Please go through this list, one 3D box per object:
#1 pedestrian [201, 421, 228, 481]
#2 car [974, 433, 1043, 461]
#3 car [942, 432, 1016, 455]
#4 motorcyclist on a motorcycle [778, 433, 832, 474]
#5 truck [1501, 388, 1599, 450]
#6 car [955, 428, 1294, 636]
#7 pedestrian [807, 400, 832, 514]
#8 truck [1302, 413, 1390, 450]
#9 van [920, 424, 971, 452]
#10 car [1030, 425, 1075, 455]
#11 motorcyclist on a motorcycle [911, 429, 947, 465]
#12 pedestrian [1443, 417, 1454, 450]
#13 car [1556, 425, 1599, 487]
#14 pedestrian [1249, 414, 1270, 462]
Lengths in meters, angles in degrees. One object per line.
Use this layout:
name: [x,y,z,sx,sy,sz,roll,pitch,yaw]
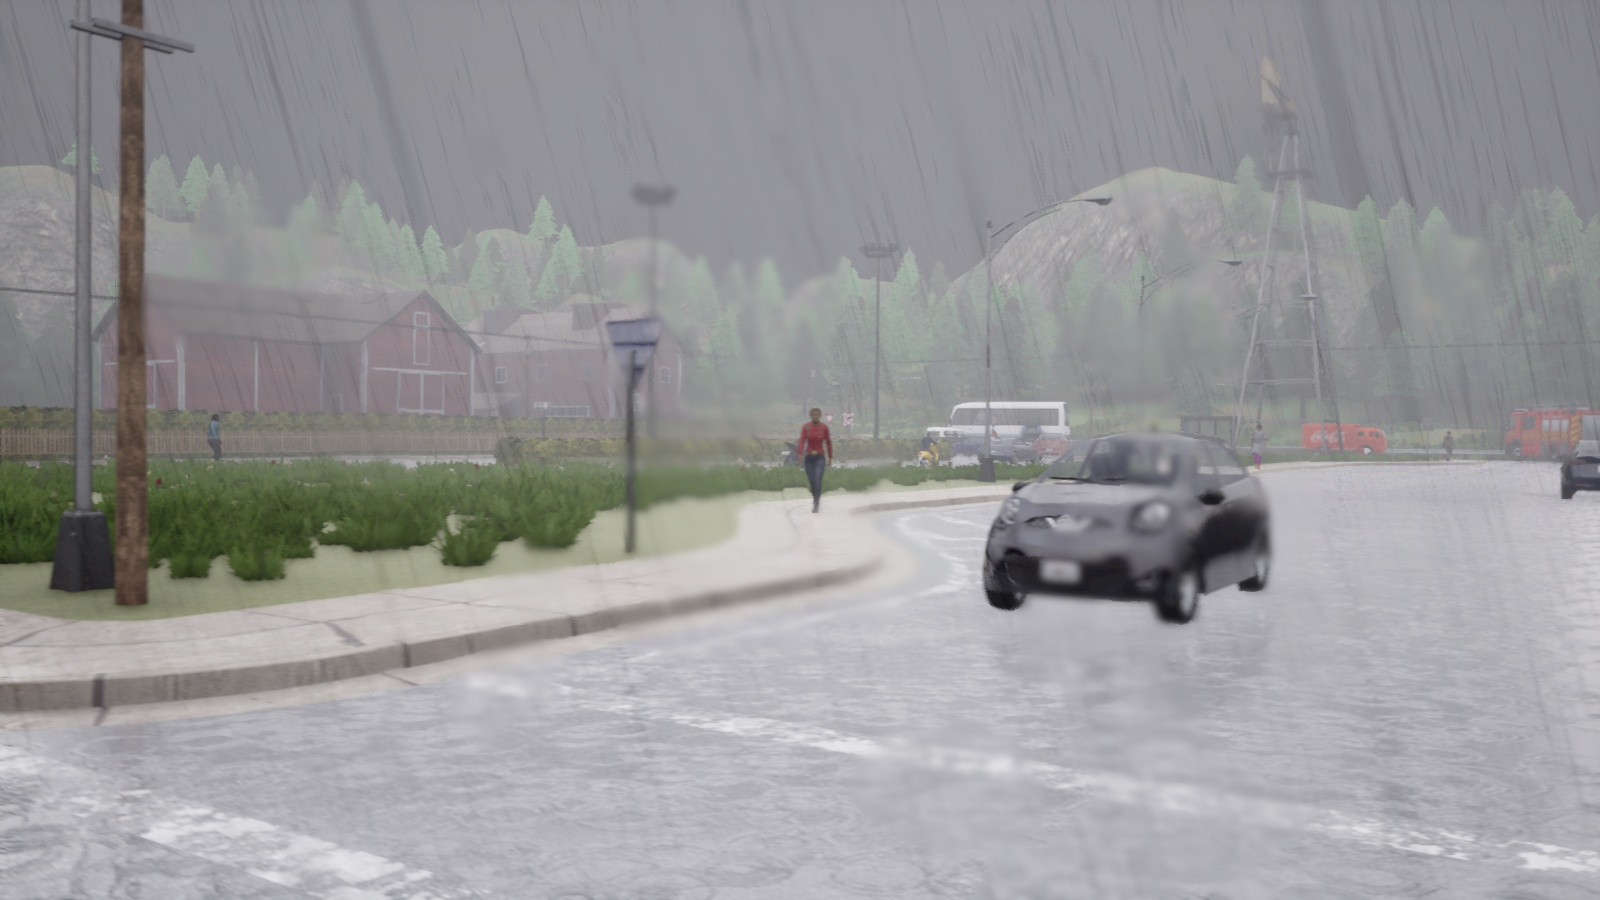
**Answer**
pedestrian: [-18.897,0.030,40.501,0.692,1.930,0.396,-1,1,-39]
car: [10.744,-0.165,64.458,1.994,1.385,4.181,0,1,33]
car: [11.558,-0.436,81.418,1.812,1.442,4.674,-1,1,-41]
motorcyclist on a motorcycle: [0.216,0.120,48.435,0.866,1.530,2.191,-1,0,40]
truck: [49.376,-2.000,82.071,2.891,3.827,8.468,0,1,4]
car: [3.012,0.569,11.103,1.845,1.501,3.633,0,1,33]
pedestrian: [0.324,0.109,20.665,0.331,1.846,0.636,0,1,6]
truck: [37.891,-1.277,87.109,5.204,2.467,2.627,0,1,34]
van: [11.180,-0.935,96.446,2.069,2.038,4.480,0,1,33]
car: [14.628,-0.595,72.578,2.152,1.651,5.027,0,1,16]
motorcyclist on a motorcycle: [5.881,-0.130,57.042,0.866,1.590,1.817,0,1,33]
pedestrian: [37.733,-0.946,73.041,0.396,1.930,0.692,0,1,43]
car: [20.634,0.107,32.019,2.163,1.488,4.792,0,1,33]
pedestrian: [18.845,-0.479,51.509,0.659,1.952,0.873,0,1,30]
